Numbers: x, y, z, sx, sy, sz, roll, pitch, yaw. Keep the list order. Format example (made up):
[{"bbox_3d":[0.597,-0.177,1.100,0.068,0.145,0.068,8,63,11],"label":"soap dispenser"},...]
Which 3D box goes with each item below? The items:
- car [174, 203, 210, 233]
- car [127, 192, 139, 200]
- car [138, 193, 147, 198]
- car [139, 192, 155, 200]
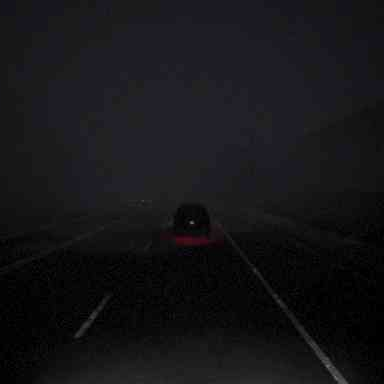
[{"bbox_3d":[0.000,1.356,18.906,1.882,1.535,5.008,0,0,0],"label":"car"},{"bbox_3d":[-13.999,0.857,78.191,2.097,1.767,4.553,0,0,0],"label":"car"},{"bbox_3d":[-13.999,0.971,93.786,1.895,1.301,4.718,0,0,0],"label":"car"},{"bbox_3d":[-10.499,0.980,78.162,1.882,1.535,5.008,0,0,0],"label":"car"}]
